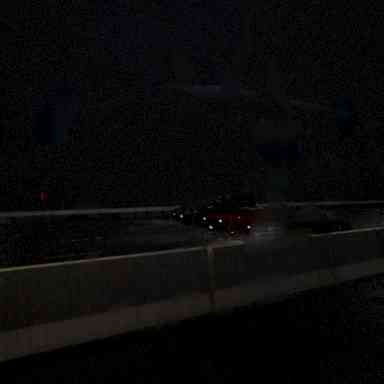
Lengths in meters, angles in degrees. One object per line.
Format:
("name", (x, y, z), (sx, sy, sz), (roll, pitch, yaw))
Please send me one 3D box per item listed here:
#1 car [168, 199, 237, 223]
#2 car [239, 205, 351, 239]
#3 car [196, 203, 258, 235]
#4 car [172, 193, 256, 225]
("car", (0.833, 1.360, 25.037), (4.892, 1.490, 1.837), (0, 0, -30))
("car", (5.050, 1.435, 15.394), (5.357, 1.411, 2.033), (0, 0, -31))
("car", (2.883, 1.484, 18.156), (4.718, 1.301, 1.895), (0, 0, -31))
("car", (1.751, 1.092, 21.543), (5.566, 2.045, 2.150), (0, 0, -30))
